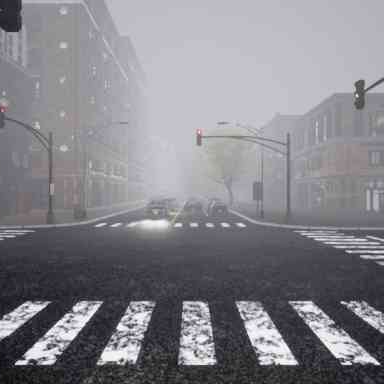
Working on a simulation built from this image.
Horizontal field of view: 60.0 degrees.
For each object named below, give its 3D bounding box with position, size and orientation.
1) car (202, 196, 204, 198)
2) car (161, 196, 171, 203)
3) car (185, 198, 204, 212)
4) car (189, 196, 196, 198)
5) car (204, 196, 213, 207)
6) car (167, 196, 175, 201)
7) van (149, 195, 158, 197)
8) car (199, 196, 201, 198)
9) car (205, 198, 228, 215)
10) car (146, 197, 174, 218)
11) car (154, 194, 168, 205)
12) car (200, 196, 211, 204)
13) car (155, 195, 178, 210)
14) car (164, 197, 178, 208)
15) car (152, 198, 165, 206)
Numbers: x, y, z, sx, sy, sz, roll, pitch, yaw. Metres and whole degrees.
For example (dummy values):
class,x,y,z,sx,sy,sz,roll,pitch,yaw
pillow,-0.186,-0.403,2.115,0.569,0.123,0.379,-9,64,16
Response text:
class,x,y,z,sx,sy,sz,roll,pitch,yaw
car,2.698,1.488,45.007,1.967,1.590,4.097,0,0,0
car,-5.677,1.663,73.494,2.008,1.369,4.403,0,0,0
car,0.119,1.638,38.316,1.895,1.301,4.718,0,0,0
car,0.114,1.574,67.811,1.882,1.535,5.008,0,0,0
car,2.697,1.479,39.310,1.967,1.590,4.097,0,0,0
car,-5.674,1.687,90.415,1.752,1.417,4.829,0,0,0
van,-5.682,1.399,50.707,1.690,1.788,3.998,0,0,0
car,2.702,1.633,62.097,2.008,1.369,4.403,0,0,0
car,2.696,1.580,33.613,2.008,1.369,4.403,0,0,0
car,-3.095,1.516,30.825,2.128,1.511,4.902,0,0,0
car,-5.680,1.397,62.101,2.192,1.841,5.009,0,0,0
car,2.702,1.536,67.794,1.967,1.590,4.097,0,0,0
car,-3.086,1.518,40.273,1.882,1.535,5.008,0,0,0
car,-3.077,1.583,50.371,1.812,1.442,4.674,0,0,0
car,-5.680,1.651,56.404,1.802,1.307,4.206,0,0,0
